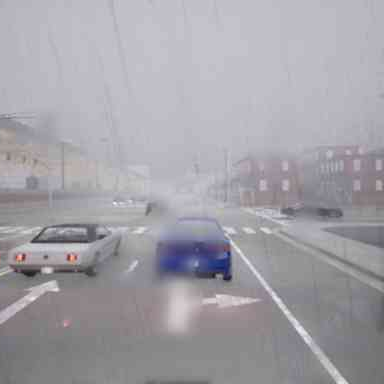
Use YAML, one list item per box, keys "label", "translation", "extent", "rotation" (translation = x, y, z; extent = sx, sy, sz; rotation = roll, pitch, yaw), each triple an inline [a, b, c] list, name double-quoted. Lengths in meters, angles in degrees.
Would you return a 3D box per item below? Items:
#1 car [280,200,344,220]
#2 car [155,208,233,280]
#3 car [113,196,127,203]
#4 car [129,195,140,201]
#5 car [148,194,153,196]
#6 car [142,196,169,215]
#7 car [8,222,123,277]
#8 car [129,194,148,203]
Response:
- label: "car"
  translation: [9.611, 1.420, 26.782]
  extent: [4.902, 1.511, 2.128]
  rotation: [0, 0, -1]
- label: "car"
  translation: [0.066, 1.451, 9.873]
  extent: [1.882, 1.535, 5.008]
  rotation: [0, 0, 0]
- label: "car"
  translation: [-14.013, 1.391, 64.903]
  extent: [1.994, 1.385, 4.181]
  rotation: [0, 0, 1]
- label: "car"
  translation: [-13.994, 1.381, 81.133]
  extent: [1.895, 1.301, 4.718]
  rotation: [0, 0, 0]
- label: "car"
  translation: [-10.494, 1.286, 81.242]
  extent: [1.837, 1.490, 4.892]
  rotation: [0, 0, 0]
- label: "car"
  translation: [-3.404, 1.418, 33.032]
  extent: [1.837, 1.490, 4.892]
  rotation: [0, 0, 0]
- label: "car"
  translation: [-3.429, 1.574, 10.137]
  extent: [1.895, 1.301, 4.718]
  rotation: [0, 0, 0]
- label: "car"
  translation: [-10.517, 1.181, 65.022]
  extent: [2.097, 1.767, 4.553]
  rotation: [0, 0, 0]
